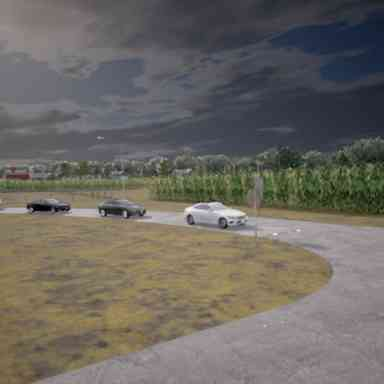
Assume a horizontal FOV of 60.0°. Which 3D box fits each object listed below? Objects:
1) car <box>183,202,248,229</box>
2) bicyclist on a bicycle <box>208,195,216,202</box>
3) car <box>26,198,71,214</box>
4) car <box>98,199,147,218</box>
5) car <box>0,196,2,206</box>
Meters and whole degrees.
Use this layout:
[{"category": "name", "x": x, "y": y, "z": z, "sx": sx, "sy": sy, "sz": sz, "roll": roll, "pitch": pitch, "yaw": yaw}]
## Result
[{"category": "car", "x": 1.370, "y": 1.378, "z": 20.996, "sx": 1.812, "sy": 1.442, "sz": 4.674, "roll": -3, "pitch": 2, "yaw": -42}, {"category": "bicyclist on a bicycle", "x": 1.718, "y": 1.091, "z": 29.634, "sx": 0.582, "sy": 1.620, "sz": 1.656, "roll": 1, "pitch": 1, "yaw": 43}, {"category": "car", "x": -14.479, "y": 1.339, "z": 33.586, "sx": 5.008, "sy": 1.535, "sz": 1.882, "roll": 0, "pitch": 2, "yaw": 27}, {"category": "car", "x": -5.928, "y": 1.336, "z": 28.040, "sx": 4.892, "sy": 1.490, "sz": 1.837, "roll": 0, "pitch": 2, "yaw": 38}, {"category": "car", "x": -26.277, "y": 1.025, "z": 41.089, "sx": 5.566, "sy": 2.045, "sz": 2.150, "roll": 0, "pitch": 2, "yaw": 14}]
